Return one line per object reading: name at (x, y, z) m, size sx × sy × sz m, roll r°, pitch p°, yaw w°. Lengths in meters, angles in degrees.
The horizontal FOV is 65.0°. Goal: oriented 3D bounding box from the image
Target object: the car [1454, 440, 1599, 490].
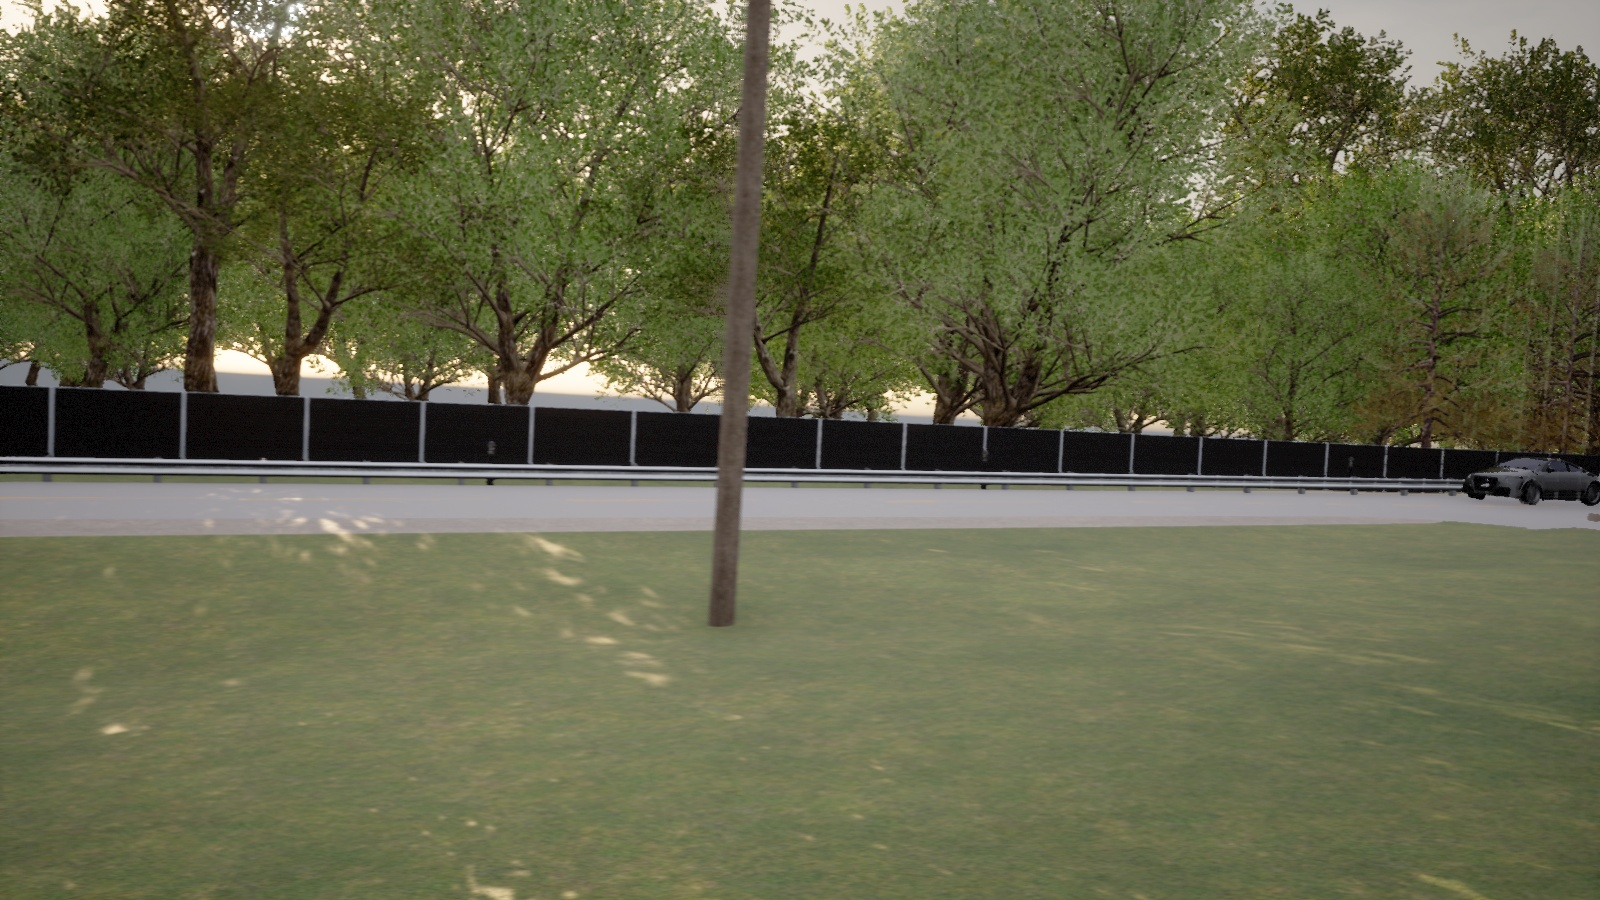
car at (22.238, 0.427, 38.044) m, size 4.181 × 1.385 × 1.994 m, roll 0°, pitch 3°, yaw -22°
